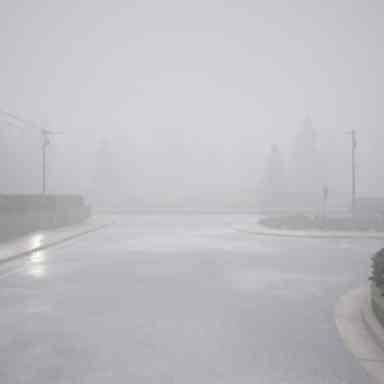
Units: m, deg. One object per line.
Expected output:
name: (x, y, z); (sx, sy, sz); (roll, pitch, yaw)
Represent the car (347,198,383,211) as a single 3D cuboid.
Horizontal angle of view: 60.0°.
car: (18.728, 1.584, 33.645); (5.566, 2.045, 2.150); (0, -1, 0)
